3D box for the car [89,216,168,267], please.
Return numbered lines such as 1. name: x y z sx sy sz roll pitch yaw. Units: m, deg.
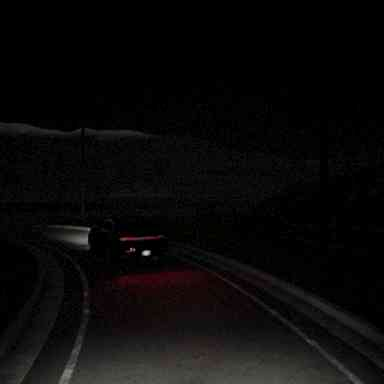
1. car: -2.455 1.607 12.008 2.128 1.511 4.902 0 0 -27
